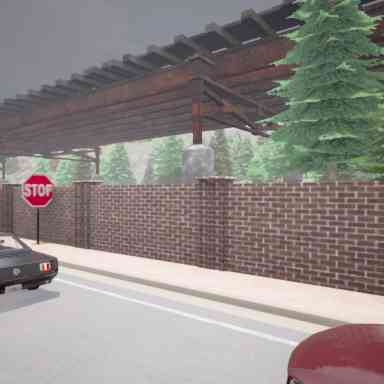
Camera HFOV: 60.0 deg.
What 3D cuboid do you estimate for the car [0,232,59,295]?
[{"bbox_3d":[-5.265,1.601,7.805,4.718,1.301,1.895,0,0,36],"label":"car"}]

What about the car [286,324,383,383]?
[{"bbox_3d":[2.887,1.526,1.884,4.674,1.442,1.812,0,0,36],"label":"car"}]
